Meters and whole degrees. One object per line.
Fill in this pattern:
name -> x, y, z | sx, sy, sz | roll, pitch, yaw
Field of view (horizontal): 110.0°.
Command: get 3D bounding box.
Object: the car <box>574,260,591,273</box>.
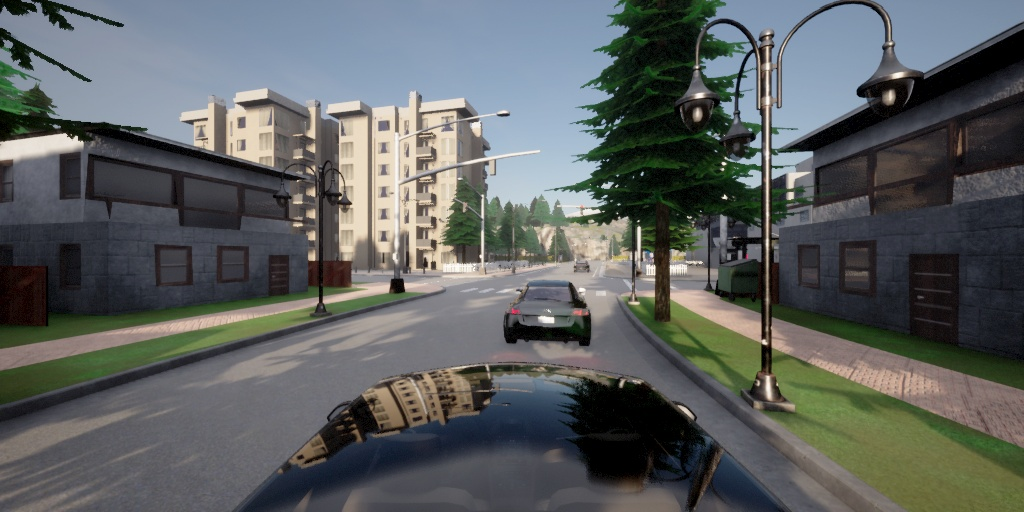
car -> 8.793, 1.276, 44.998 | 2.128, 1.511, 4.902 | 0, 0, 14

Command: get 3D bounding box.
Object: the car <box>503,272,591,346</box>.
car -> 1.011, 1.314, 9.513 | 1.994, 1.385, 4.181 | 0, 0, 9
